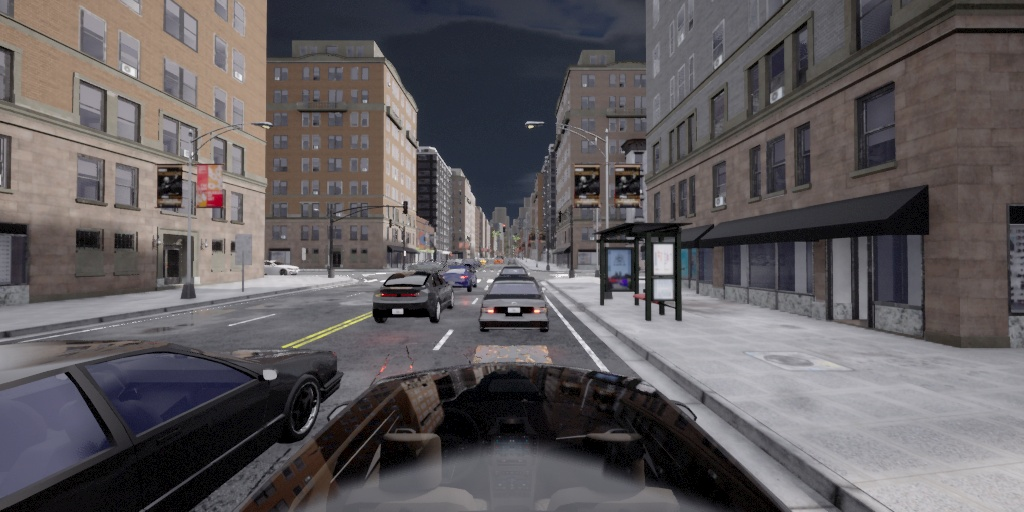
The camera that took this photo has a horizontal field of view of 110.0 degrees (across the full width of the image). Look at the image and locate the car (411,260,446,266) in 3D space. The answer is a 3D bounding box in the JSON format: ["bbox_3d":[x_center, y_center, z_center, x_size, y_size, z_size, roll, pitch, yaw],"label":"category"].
[{"bbox_3d":[-10.608,1.367,43.810,4.181,1.385,1.994,0,-1,0],"label":"car"}]

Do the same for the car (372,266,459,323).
[{"bbox_3d":[-3.138,1.258,12.142,1.837,1.490,4.892,0,0,-1],"label":"car"}]

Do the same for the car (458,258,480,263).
[{"bbox_3d":[-6.590,1.121,55.199,2.097,1.767,4.553,0,0,0],"label":"car"}]

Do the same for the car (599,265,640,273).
[{"bbox_3d":[13.123,1.384,43.908,4.892,1.490,1.837,0,-1,0],"label":"car"}]

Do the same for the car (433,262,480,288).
[{"bbox_3d":[-3.152,1.282,21.181,1.812,1.442,4.674,0,0,0],"label":"car"}]

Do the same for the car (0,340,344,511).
[{"bbox_3d":[-3.149,1.298,2.268,2.033,1.411,5.357,0,0,0],"label":"car"}]

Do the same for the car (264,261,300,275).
[{"bbox_3d":[-22.622,1.155,33.836,4.674,1.442,1.812,0,-1,-1],"label":"car"}]

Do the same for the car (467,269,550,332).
[{"bbox_3d":[0.081,1.300,10.803,2.033,1.411,5.357,0,0,1],"label":"car"}]

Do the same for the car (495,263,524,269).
[{"bbox_3d":[0.090,1.304,20.860,2.033,1.411,5.357,0,0,0],"label":"car"}]

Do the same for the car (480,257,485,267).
[{"bbox_3d":[-6.557,1.260,64.339,2.128,1.511,4.902,0,0,0],"label":"car"}]

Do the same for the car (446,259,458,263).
[{"bbox_3d":[-9.804,1.273,56.890,1.837,1.490,4.892,0,0,3],"label":"car"}]
